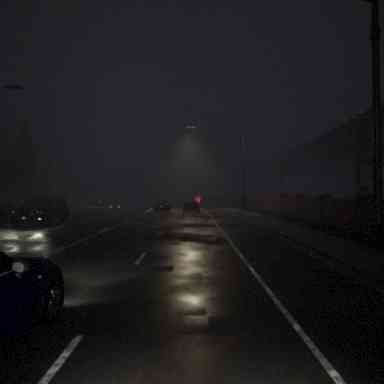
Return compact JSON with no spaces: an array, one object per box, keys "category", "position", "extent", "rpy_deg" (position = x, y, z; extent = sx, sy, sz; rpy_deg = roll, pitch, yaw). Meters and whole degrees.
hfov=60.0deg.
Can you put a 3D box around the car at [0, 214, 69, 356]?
[{"category":"car","position":[-3.401,1.363,4.301],"extent":[2.097,1.767,4.553],"rpy_deg":[0,0,0]}]

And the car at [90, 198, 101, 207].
[{"category":"car","position":[-18.710,1.932,64.420],"extent":[2.097,1.767,4.553],"rpy_deg":[0,-2,-17]}]

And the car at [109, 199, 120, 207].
[{"category":"car","position":[-15.180,2.058,64.867],"extent":[1.882,1.535,5.008],"rpy_deg":[1,-2,-17]}]

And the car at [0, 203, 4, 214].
[{"category":"car","position":[-14.112,1.566,23.894],"extent":[1.837,1.490,4.892],"rpy_deg":[0,0,0]}]

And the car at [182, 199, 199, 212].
[{"category":"car","position":[-0.196,1.601,40.515],"extent":[2.128,1.511,4.902],"rpy_deg":[0,0,-3]}]

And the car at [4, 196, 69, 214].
[{"category":"car","position":[-10.608,1.282,23.691],"extent":[2.150,2.045,5.566],"rpy_deg":[0,0,0]}]

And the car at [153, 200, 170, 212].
[{"category":"car","position":[-3.752,1.673,41.300],"extent":[1.994,1.385,4.181],"rpy_deg":[0,0,-4]}]
